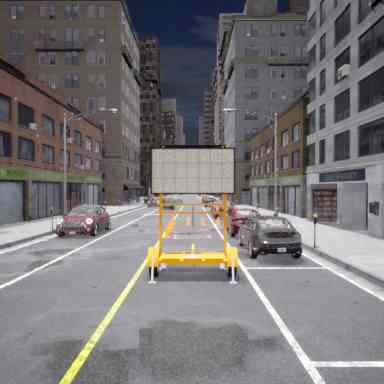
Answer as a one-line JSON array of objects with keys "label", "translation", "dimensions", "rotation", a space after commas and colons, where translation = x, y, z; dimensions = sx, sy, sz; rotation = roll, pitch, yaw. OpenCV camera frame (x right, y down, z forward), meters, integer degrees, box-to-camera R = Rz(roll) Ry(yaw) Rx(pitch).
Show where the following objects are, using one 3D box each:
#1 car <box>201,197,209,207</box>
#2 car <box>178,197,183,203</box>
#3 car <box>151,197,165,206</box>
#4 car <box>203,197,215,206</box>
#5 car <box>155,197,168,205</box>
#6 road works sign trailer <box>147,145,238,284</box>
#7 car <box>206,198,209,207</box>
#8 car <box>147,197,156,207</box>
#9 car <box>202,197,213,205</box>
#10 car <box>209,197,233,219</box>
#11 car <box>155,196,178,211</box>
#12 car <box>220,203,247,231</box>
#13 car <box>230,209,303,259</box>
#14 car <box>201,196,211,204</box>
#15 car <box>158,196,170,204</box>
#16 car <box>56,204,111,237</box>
[{"label": "car", "translation": [2.833, 1.585, 50.971], "dimensions": [1.947, 1.339, 4.313], "rotation": [-1, 0, 0]}, {"label": "car", "translation": [-2.889, 1.637, 70.873], "dimensions": [1.895, 1.301, 4.718], "rotation": [0, 0, 0]}, {"label": "car", "translation": [-5.683, 1.589, 56.490], "dimensions": [1.947, 1.339, 4.313], "rotation": [-1, 0, 0]}, {"label": "car", "translation": [2.842, 1.568, 56.476], "dimensions": [1.887, 1.381, 4.507], "rotation": [-1, 0, 0]}, {"label": "car", "translation": [-5.674, 1.579, 61.995], "dimensions": [2.008, 1.369, 4.403], "rotation": [-1, 0, 0]}, {"label": "road works sign trailer", "translation": [0.028, 0.464, 9.577], "dimensions": [2.380, 3.560, 2.880], "rotation": [0, 0, 0]}, {"label": "car", "translation": [2.807, 1.553, 34.455], "dimensions": [1.887, 1.381, 4.507], "rotation": [-1, 0, 0]}, {"label": "car", "translation": [-5.693, 1.459, 50.984], "dimensions": [1.967, 1.590, 4.097], "rotation": [-1, 0, 0]}, {"label": "car", "translation": [2.851, 1.573, 61.981], "dimensions": [1.887, 1.381, 4.507], "rotation": [-1, 0, 0]}, {"label": "car", "translation": [2.797, 1.445, 28.950], "dimensions": [1.967, 1.590, 4.097], "rotation": [-1, 0, 0]}, {"label": "car", "translation": [-3.034, 1.516, 40.803], "dimensions": [1.837, 1.490, 4.892], "rotation": [0, 0, 0]}, {"label": "car", "translation": [2.781, 1.546, 17.940], "dimensions": [1.887, 1.381, 4.507], "rotation": [-1, 0, 0]}, {"label": "car", "translation": [2.772, 1.550, 12.434], "dimensions": [2.008, 1.369, 4.403], "rotation": [-1, 0, 0]}, {"label": "car", "translation": [2.859, 1.578, 67.486], "dimensions": [1.887, 1.381, 4.507], "rotation": [-1, 0, 0]}, {"label": "car", "translation": [-5.666, 1.578, 67.500], "dimensions": [1.887, 1.381, 4.507], "rotation": [-1, 0, 0]}, {"label": "car", "translation": [-5.745, 1.441, 17.954], "dimensions": [1.967, 1.590, 4.097], "rotation": [-1, 0, 0]}]
